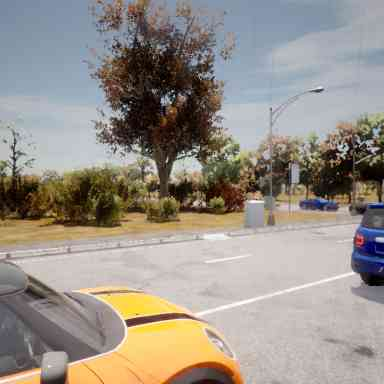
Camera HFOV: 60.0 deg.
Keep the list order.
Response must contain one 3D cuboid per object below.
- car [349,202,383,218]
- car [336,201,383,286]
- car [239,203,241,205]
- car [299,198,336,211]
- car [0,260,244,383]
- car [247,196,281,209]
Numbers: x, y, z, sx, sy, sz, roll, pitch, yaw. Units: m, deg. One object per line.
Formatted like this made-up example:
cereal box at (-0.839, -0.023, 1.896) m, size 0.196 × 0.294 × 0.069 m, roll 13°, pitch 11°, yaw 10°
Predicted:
car at (17.023, 1.600, 30.711) m, size 1.895 × 1.301 × 4.718 m, roll 0°, pitch 0°, yaw -19°
car at (6.170, 1.221, 8.152) m, size 5.566 × 2.045 × 2.150 m, roll 0°, pitch 0°, yaw -35°
car at (8.863, 1.334, 51.701) m, size 2.097 × 1.767 × 4.553 m, roll 0°, pitch 0°, yaw -33°
car at (15.624, 1.477, 41.075) m, size 1.882 × 1.535 × 5.008 m, roll 0°, pitch 0°, yaw -32°
car at (-1.735, 1.352, 2.508) m, size 4.553 × 1.767 × 2.097 m, roll 0°, pitch 0°, yaw -35°
car at (9.571, 1.473, 44.093) m, size 1.882 × 1.535 × 5.008 m, roll 0°, pitch 0°, yaw -32°
